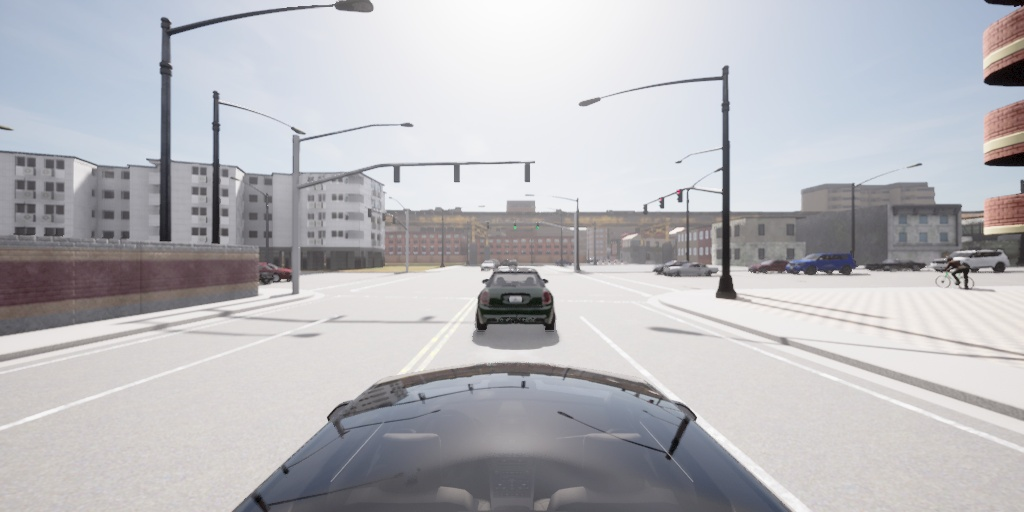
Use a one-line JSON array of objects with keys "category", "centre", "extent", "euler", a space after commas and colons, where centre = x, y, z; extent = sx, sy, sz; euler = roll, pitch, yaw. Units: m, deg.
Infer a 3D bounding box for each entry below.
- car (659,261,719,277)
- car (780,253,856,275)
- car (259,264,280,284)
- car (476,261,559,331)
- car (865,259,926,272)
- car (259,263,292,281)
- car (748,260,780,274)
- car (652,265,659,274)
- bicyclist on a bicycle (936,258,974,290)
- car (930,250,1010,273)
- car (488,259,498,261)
[{"category": "car", "centre": [17.352, 1.341, 35.008], "extent": [4.718, 1.301, 1.895], "euler": [-1, 0, 1]}, {"category": "car", "centre": [29.879, 0.775, 34.737], "extent": [5.566, 2.045, 2.150], "euler": [-1, 0, 1]}, {"category": "car", "centre": [-19.808, 1.439, 25.751], "extent": [4.718, 1.301, 1.895], "euler": [0, 0, 1]}, {"category": "car", "centre": [0.102, 1.136, 11.270], "extent": [2.097, 1.767, 4.553], "euler": [0, 0, 0]}, {"category": "car", "centre": [40.468, 0.979, 37.992], "extent": [4.718, 1.301, 1.895], "euler": [-1, 0, 1]}, {"category": "car", "centre": [-20.258, 1.328, 29.221], "extent": [5.008, 1.535, 1.882], "euler": [0, 0, 1]}, {"category": "car", "centre": [27.837, 1.128, 38.272], "extent": [4.674, 1.442, 1.812], "euler": [-1, 0, 1]}, {"category": "car", "centre": [17.636, 1.245, 38.500], "extent": [4.902, 1.511, 2.128], "euler": [-1, 0, 1]}, {"category": "bicyclist on a bicycle", "centre": [22.679, 0.906, 18.398], "extent": [0.582, 1.620, 1.656], "euler": [-1, -1, 1]}, {"category": "car", "centre": [43.866, 0.518, 34.406], "extent": [5.566, 2.045, 2.150], "euler": [-2, 0, 2]}, {"category": "car", "centre": [-3.502, 1.463, 52.754], "extent": [1.812, 1.442, 4.674], "euler": [0, 0, 0]}]
